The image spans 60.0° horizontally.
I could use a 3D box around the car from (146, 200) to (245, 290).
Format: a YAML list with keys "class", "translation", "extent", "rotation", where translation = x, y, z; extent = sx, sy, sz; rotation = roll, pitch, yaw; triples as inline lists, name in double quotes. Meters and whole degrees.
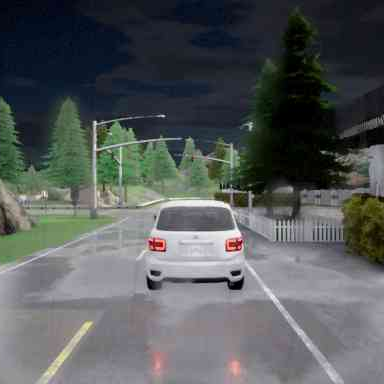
- class: "car"
  translation: [0.064, 1.221, 9.214]
  extent: [2.150, 2.045, 5.566]
  rotation: [0, 0, 0]

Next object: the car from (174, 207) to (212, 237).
- class: "car"
  translation: [0.018, 1.601, 18.977]
  extent: [1.895, 1.301, 4.718]
  rotation: [0, 0, 0]
